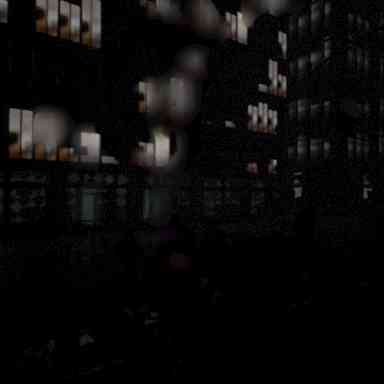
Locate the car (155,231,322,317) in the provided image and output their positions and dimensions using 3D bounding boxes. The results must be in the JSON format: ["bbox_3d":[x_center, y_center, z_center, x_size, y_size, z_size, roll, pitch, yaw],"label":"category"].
[{"bbox_3d":[1.214,1.576,7.417,4.206,1.307,1.802,0,1,-36],"label":"car"}]
